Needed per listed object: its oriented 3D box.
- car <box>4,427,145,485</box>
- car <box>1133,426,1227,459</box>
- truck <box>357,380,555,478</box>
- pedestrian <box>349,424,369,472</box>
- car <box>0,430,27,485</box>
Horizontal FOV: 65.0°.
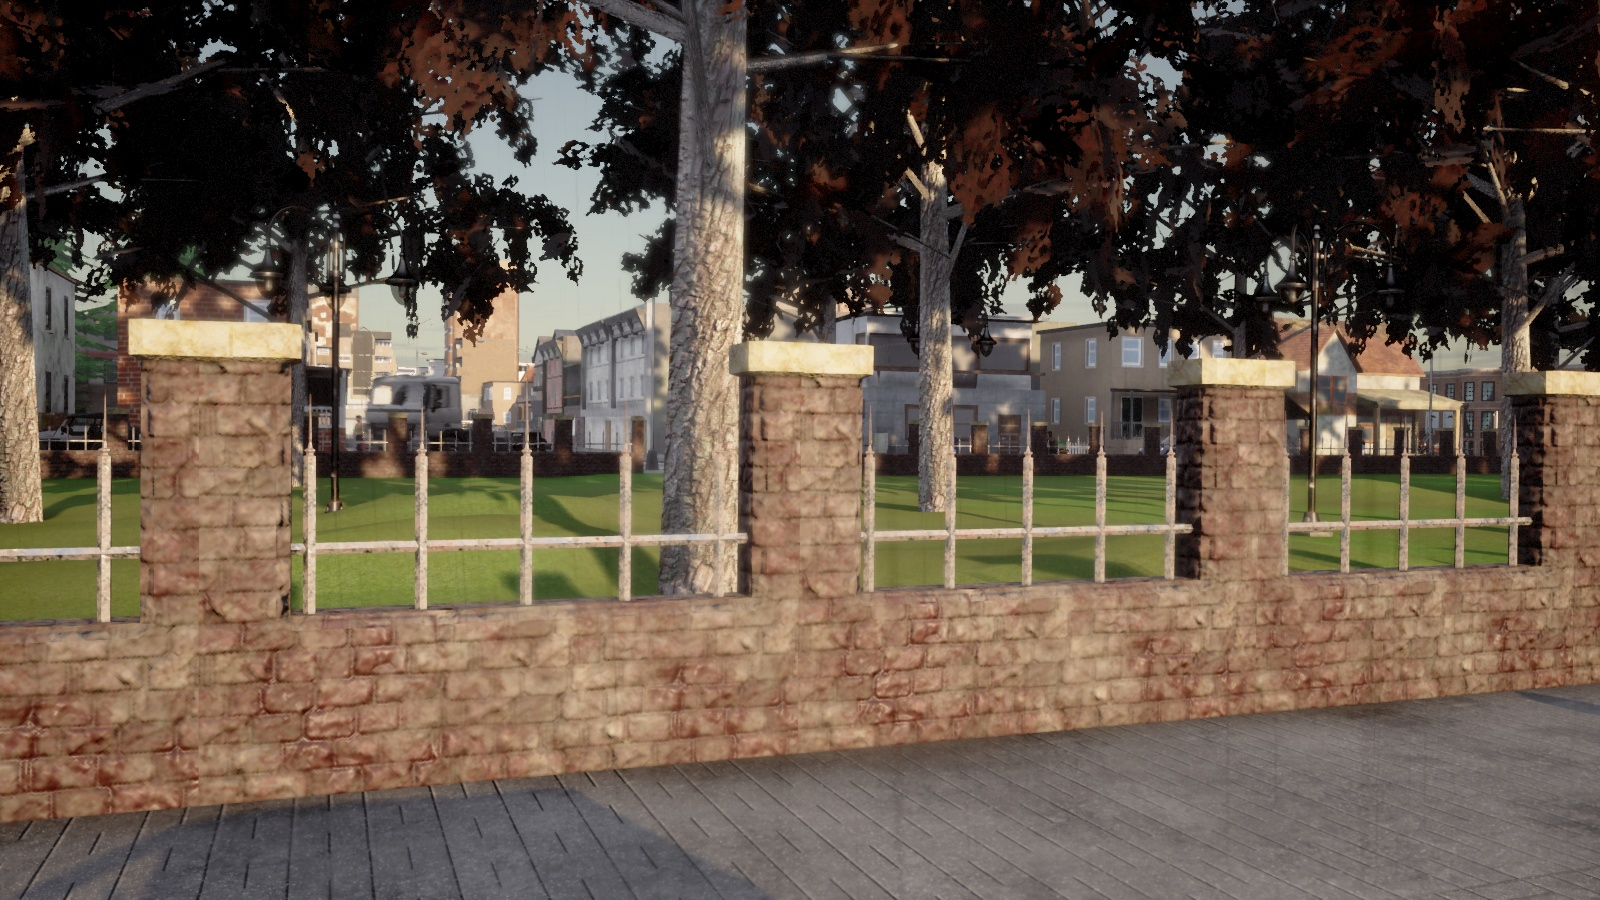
[{"bbox_3d":[-24.669,0.163,42.846,3.866,1.878,1.905,-1,1,-20],"label":"car"},{"bbox_3d":[17.850,-0.389,59.012,3.806,1.475,1.970,-1,1,-21],"label":"car"},{"bbox_3d":[-13.036,-0.833,48.512,2.891,3.462,7.936,0,1,25],"label":"truck"},{"bbox_3d":[-17.088,-0.087,48.665,0.345,1.836,0.594,0,1,34],"label":"pedestrian"},{"bbox_3d":[-26.389,0.246,37.826,5.027,1.651,2.152,-1,1,-24],"label":"car"}]
